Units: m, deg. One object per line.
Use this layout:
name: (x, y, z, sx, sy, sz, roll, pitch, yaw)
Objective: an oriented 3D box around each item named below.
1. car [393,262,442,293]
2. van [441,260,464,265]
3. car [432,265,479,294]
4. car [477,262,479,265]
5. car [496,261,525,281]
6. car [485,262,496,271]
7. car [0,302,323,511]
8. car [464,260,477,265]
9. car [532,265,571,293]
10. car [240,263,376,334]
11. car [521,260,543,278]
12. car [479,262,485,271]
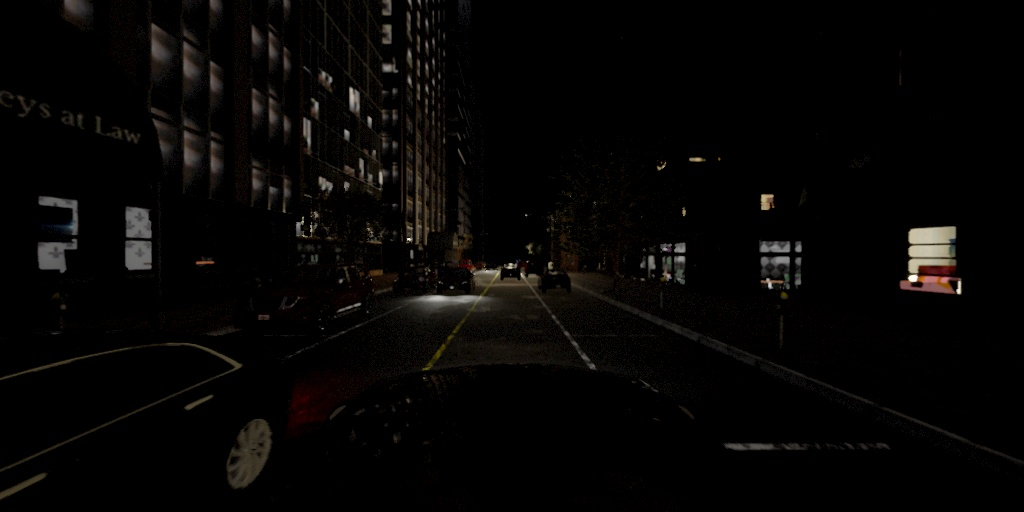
car: (-5.846, 1.354, 22.020, 1.967, 1.591, 4.097, 0, 0, 0)
van: (-5.923, 1.350, 33.817, 1.690, 1.789, 3.998, 0, 0, 0)
car: (-3.243, 1.436, 21.574, 1.812, 1.442, 4.674, 0, 0, 0)
car: (-6.046, 1.668, 50.251, 1.751, 1.417, 4.829, 0, 0, 0)
car: (-0.132, 1.503, 34.107, 2.128, 1.511, 4.902, 0, -1, 0)
car: (-3.511, 1.836, 62.027, 1.895, 1.301, 4.718, 0, 0, 0)
car: (-3.091, 1.256, 1.634, 1.837, 1.490, 4.892, 0, -1, 0)
car: (-6.006, 1.413, 44.886, 2.192, 1.841, 5.009, 0, 0, 0)
car: (2.558, 1.465, 22.066, 2.007, 1.370, 4.403, 0, 0, 0)
car: (-5.854, 1.140, 10.951, 2.192, 1.841, 5.009, 0, 0, 0)
car: (2.416, 1.369, 39.405, 2.192, 1.841, 5.009, 0, 0, 0)
car: (-6.130, 1.776, 61.490, 1.888, 1.381, 4.507, 0, 0, 0)
